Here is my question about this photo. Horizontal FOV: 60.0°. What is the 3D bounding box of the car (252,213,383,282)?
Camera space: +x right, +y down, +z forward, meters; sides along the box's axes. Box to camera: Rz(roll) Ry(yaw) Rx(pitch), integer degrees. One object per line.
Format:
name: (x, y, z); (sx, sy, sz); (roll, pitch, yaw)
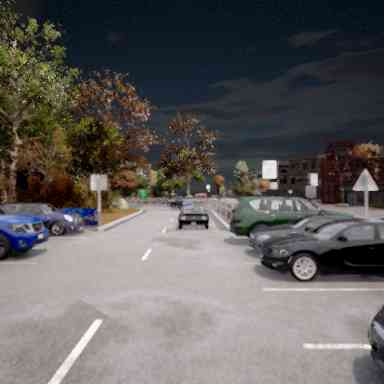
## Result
car: (4.422, 1.479, 9.199); (5.008, 1.535, 2.097); (0, 0, 0)

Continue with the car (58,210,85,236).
car: (-8.092, 1.336, 17.597); (4.553, 1.767, 2.185); (0, -1, 0)

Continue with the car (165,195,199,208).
car: (-1.368, 1.454, 42.052); (2.033, 1.411, 5.357); (0, 0, -22)

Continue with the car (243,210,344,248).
car: (4.420, 1.516, 12.027); (4.674, 1.452, 2.002); (0, 0, 0)

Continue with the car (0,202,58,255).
car: (-8.128, 1.226, 11.817); (5.566, 2.045, 2.435); (0, 0, 0)

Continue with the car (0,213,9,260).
car: (-8.163, 1.480, 9.117); (4.892, 1.521, 2.231); (0, 0, 0)

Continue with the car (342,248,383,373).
car: (4.418, 1.520, 3.548); (4.674, 1.452, 2.002); (0, 0, 0)

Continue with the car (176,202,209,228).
car: (0.103, 1.580, 22.078); (1.895, 1.301, 4.718); (0, 0, 0)

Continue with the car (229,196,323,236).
car: (4.446, 1.222, 14.851); (5.566, 2.045, 2.435); (0, 0, 0)
